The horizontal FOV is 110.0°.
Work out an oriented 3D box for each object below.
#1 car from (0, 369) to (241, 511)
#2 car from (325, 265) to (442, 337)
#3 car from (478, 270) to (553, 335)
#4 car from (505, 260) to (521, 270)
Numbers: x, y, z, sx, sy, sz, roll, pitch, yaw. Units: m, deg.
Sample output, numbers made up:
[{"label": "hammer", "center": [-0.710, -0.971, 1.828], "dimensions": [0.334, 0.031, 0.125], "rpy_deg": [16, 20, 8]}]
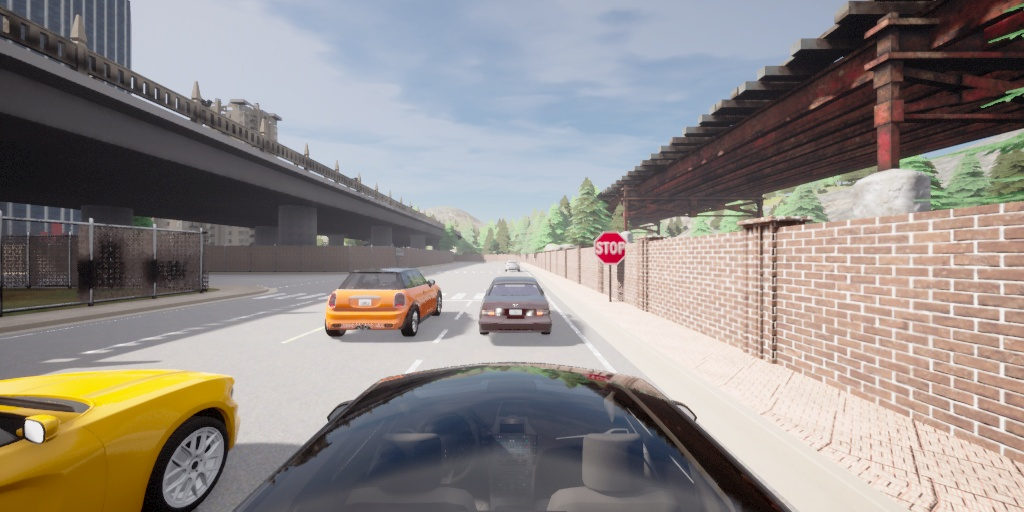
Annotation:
[{"label": "car", "center": [-3.398, 1.228, 1.205], "dimensions": [1.882, 1.535, 5.008], "rpy_deg": [0, 0, 0]}, {"label": "car", "center": [-3.423, 1.102, 10.463], "dimensions": [2.097, 1.767, 4.553], "rpy_deg": [0, 0, 0]}, {"label": "car", "center": [0.078, 1.297, 10.485], "dimensions": [2.033, 1.411, 5.357], "rpy_deg": [0, 0, 0]}, {"label": "car", "center": [0.067, 1.275, 46.348], "dimensions": [1.812, 1.442, 4.674], "rpy_deg": [0, 0, -1]}]
